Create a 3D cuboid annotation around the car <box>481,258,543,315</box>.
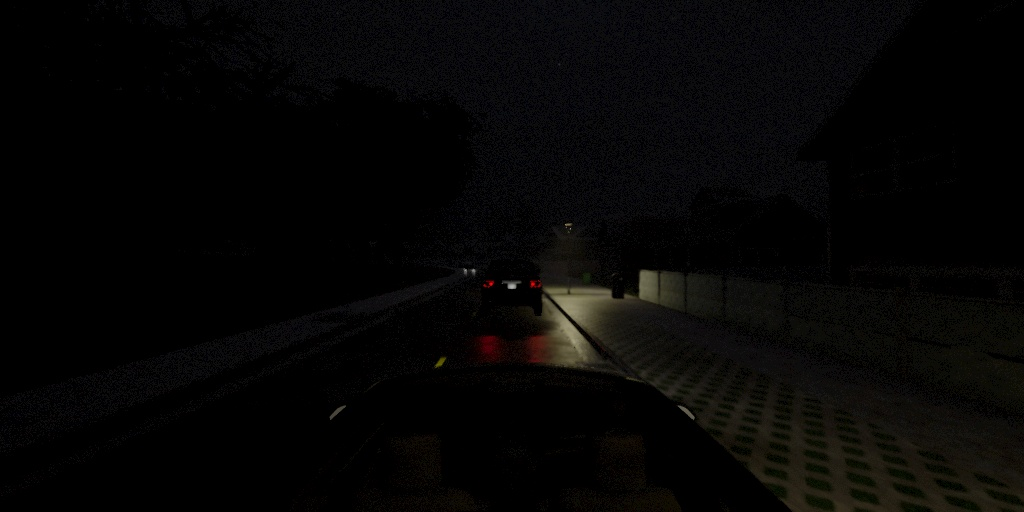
[{"bbox_3d":[0.015,1.102,14.423,2.150,2.045,5.566,0,0,0],"label":"car"}]
